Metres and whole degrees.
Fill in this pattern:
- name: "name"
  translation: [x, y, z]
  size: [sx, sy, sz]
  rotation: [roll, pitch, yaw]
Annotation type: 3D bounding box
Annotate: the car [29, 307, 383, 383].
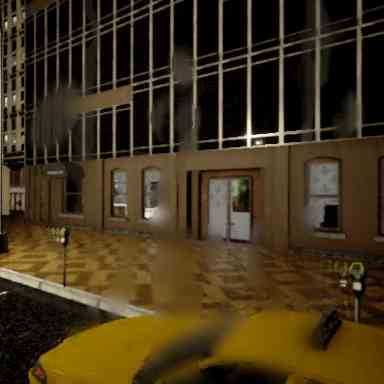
- name: "car"
  translation: [0.676, 1.520, 2.397]
  size: [4.829, 1.417, 1.752]
  rotation: [1, 0, 36]
